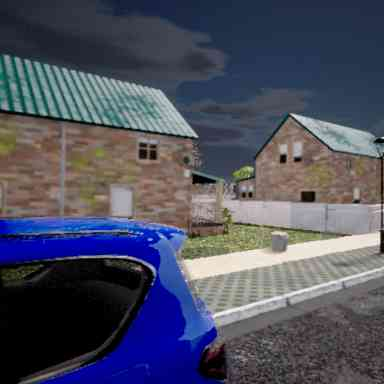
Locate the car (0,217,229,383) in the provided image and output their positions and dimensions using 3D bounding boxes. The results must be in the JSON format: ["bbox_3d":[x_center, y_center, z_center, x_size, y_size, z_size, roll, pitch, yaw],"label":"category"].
[{"bbox_3d":[-2.323,1.224,1.413,5.566,2.045,2.150,0,0,-36],"label":"car"}]
